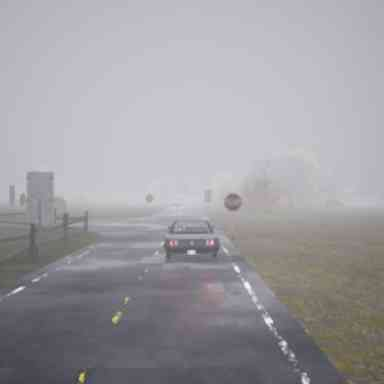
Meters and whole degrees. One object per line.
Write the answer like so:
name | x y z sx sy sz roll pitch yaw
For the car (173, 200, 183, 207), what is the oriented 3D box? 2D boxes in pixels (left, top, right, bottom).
car | -2.785 2.232 65.982 1.812 1.442 4.674 0 -1 0

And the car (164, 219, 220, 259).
car | -0.058 1.733 13.233 1.895 1.301 4.718 0 -1 -1
